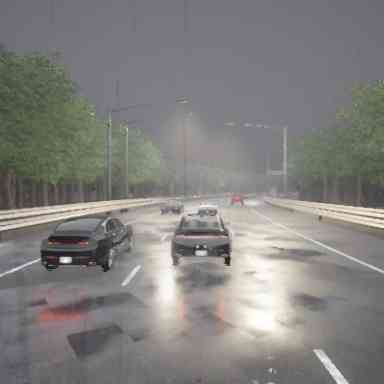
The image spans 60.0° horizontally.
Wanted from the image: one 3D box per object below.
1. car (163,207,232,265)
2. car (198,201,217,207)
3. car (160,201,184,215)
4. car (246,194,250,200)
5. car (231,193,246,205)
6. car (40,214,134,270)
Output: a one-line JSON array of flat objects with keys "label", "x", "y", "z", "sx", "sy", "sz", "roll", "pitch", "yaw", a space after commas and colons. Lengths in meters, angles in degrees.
[{"label": "car", "x": 0.340, "y": 1.491, "z": 11.707, "sx": 2.128, "sy": 1.511, "sz": 4.902, "roll": 0, "pitch": 0, "yaw": 2}, {"label": "car", "x": 1.656, "y": 1.599, "z": 33.929, "sx": 1.895, "sy": 1.301, "sz": 4.718, "roll": 0, "pitch": 0, "yaw": 5}, {"label": "car", "x": -1.883, "y": 1.595, "z": 33.641, "sx": 1.895, "sy": 1.301, "sz": 4.718, "roll": 0, "pitch": 0, "yaw": 5}, {"label": "car", "x": 13.920, "y": 1.473, "z": 89.544, "sx": 1.837, "sy": 1.490, "sz": 4.892, "roll": 0, "pitch": 0, "yaw": 14}, {"label": "car", "x": 8.327, "y": 1.208, "z": 60.744, "sx": 2.150, "sy": 2.045, "sz": 5.566, "roll": 0, "pitch": 0, "yaw": 9}, {"label": "car", "x": -3.187, "y": 1.501, "z": 10.981, "sx": 1.837, "sy": 1.490, "sz": 4.892, "roll": 0, "pitch": 0, "yaw": 2}]
